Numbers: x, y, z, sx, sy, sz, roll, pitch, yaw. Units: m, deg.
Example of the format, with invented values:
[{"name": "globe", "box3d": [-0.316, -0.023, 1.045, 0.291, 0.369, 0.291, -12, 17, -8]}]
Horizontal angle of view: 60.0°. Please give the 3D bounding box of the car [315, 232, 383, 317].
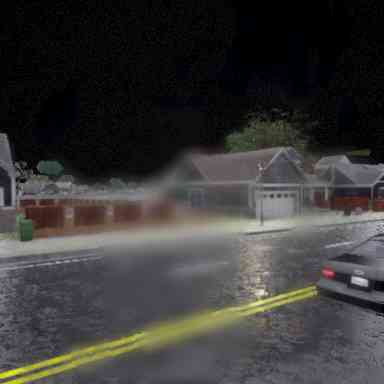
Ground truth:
[{"name": "car", "box3d": [4.840, 1.520, 6.958, 5.357, 1.411, 2.033, 0, 0, -35]}]
